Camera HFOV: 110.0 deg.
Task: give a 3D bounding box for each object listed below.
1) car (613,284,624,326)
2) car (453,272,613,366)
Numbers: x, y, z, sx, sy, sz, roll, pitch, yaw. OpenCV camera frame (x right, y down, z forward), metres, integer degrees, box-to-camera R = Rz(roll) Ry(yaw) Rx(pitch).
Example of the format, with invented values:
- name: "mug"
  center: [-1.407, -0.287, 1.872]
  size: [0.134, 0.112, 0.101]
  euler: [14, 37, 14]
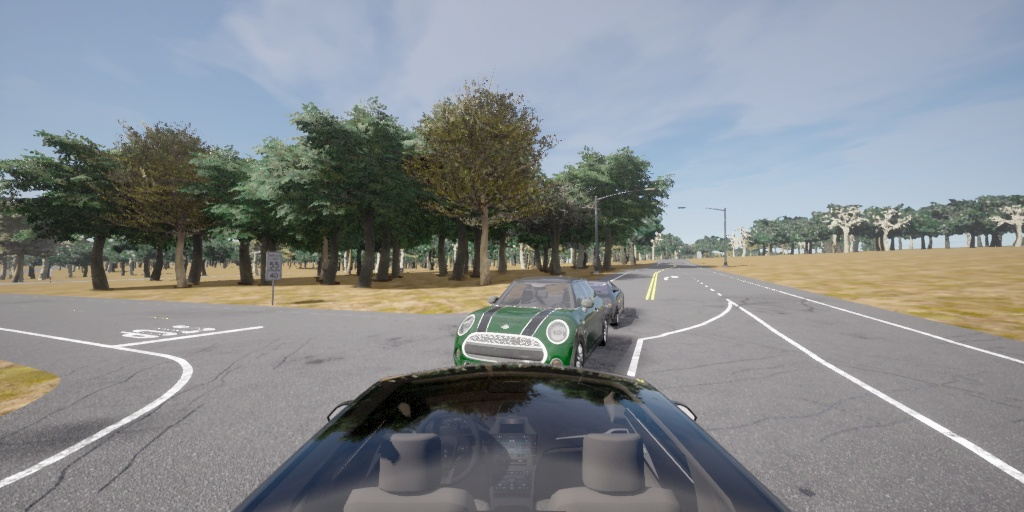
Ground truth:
- name: "car"
  center: [2.897, 1.555, 12.912]
  size: [1.994, 1.385, 4.181]
  euler: [-2, 0, 22]
- name: "car"
  center: [0.675, 1.222, 7.478]
  size: [2.097, 1.767, 4.553]
  euler: [-1, -2, 22]
